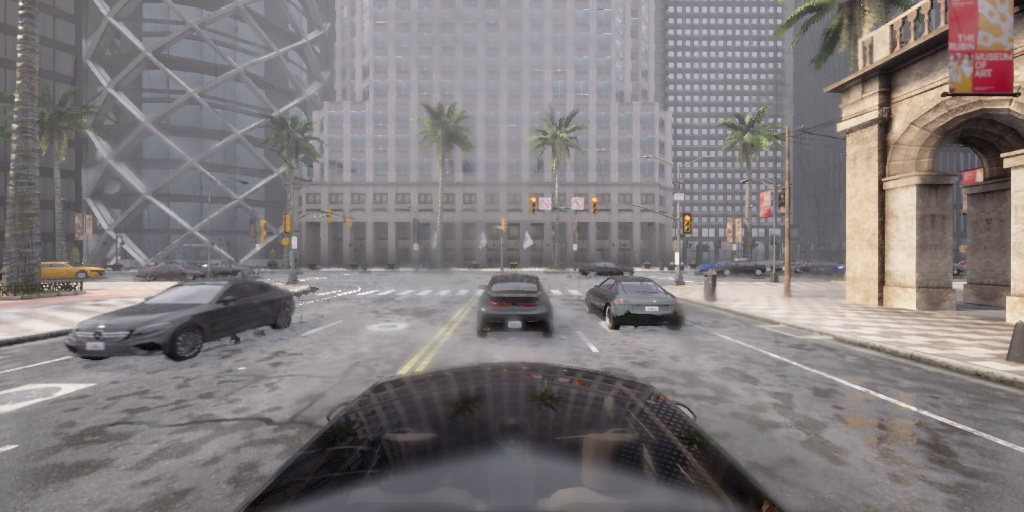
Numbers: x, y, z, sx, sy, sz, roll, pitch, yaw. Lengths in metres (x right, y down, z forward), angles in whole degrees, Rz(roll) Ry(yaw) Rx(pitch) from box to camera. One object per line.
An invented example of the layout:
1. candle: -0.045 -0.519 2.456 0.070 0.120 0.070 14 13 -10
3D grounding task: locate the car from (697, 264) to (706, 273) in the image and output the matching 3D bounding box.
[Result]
1. car: 23.449 1.228 40.259 5.008 1.535 1.882 0 0 0

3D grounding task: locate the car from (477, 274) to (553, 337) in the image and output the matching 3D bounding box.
1. car: 0.078 1.255 10.283 1.837 1.490 4.892 0 0 0

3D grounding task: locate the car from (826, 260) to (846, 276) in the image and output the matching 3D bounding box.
1. car: 32.401 1.102 33.029 4.553 1.767 2.097 0 0 0

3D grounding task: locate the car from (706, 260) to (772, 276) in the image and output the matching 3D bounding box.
1. car: 23.188 1.228 36.759 5.008 1.535 1.882 0 0 0

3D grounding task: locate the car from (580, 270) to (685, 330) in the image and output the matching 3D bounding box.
1. car: 3.582 1.314 11.148 1.994 1.385 4.181 0 0 0

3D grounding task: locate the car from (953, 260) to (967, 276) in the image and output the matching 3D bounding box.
1. car: 43.022 1.242 36.681 4.902 1.511 2.128 0 0 0

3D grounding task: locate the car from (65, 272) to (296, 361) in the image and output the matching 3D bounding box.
1. car: -7.075 1.276 8.426 1.812 1.442 4.674 0 0 0

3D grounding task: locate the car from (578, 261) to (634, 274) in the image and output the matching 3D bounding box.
1. car: 8.677 1.227 33.096 5.008 1.535 1.882 0 0 0

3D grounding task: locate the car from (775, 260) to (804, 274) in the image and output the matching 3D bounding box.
1. car: 33.022 1.241 40.228 4.902 1.511 2.128 0 0 0

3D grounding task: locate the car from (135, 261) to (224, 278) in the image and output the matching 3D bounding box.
1. car: -27.488 1.297 29.490 5.357 1.411 2.033 0 0 -3

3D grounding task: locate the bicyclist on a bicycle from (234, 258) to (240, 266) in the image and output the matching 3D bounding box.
1. bicyclist on a bicycle: -35.744 1.050 46.596 0.582 1.620 1.656 0 0 -12

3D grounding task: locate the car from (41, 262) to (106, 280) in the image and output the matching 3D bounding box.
1. car: -38.133 1.228 30.424 5.008 1.535 1.882 0 0 -24

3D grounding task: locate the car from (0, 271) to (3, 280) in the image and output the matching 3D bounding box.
1. car: -40.171 1.249 25.623 4.892 1.490 1.837 2 -1 -31

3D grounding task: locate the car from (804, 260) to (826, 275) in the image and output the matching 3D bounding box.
1. car: 33.056 1.314 36.730 4.181 1.385 1.994 0 0 0

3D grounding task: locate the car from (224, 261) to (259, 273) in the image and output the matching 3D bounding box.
1. car: -25.944 1.242 32.888 4.902 1.511 2.128 0 0 -4
